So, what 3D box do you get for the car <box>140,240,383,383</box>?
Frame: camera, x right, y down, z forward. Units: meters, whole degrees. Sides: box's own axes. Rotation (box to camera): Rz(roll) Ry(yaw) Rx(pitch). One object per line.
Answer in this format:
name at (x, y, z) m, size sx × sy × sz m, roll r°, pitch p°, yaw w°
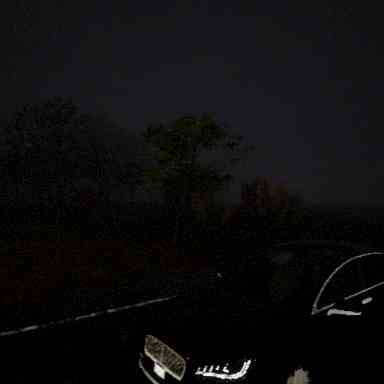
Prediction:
car at (1.631, 1.520, 4.732) m, size 4.892 × 1.490 × 1.837 m, roll 0°, pitch 0°, yaw -36°
